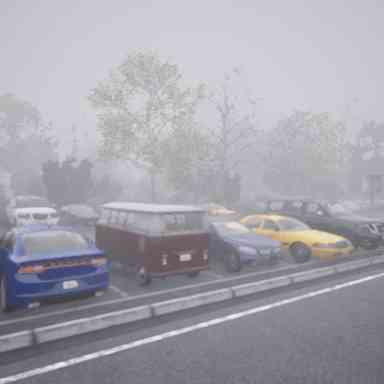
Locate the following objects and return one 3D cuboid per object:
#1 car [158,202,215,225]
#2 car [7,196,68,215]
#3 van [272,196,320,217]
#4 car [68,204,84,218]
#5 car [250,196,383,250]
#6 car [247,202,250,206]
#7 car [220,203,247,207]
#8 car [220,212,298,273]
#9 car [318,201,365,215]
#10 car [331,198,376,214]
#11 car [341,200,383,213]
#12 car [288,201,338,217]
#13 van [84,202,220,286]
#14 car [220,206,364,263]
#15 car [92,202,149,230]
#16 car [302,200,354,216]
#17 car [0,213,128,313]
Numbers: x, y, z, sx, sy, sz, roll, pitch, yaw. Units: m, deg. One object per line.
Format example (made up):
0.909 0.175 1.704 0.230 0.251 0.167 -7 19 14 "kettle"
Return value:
-0.578 1.633 26.296 2.163 1.488 4.792 0 0 -36 "car"
-9.574 1.281 19.792 2.435 2.045 5.566 0 0 -36 "car"
10.661 1.467 34.439 1.878 1.987 4.442 0 0 -36 "van"
-7.337 1.550 21.434 2.097 1.535 5.008 0 0 -36 "car"
5.515 1.339 14.502 2.435 2.045 5.566 0 0 -36 "car"
6.230 1.687 31.092 2.163 1.488 4.792 0 0 -36 "car"
1.805 1.618 27.735 1.946 1.575 5.366 0 0 -36 "car"
0.934 1.594 11.265 2.002 1.452 4.674 0 0 -36 "car"
17.503 1.788 39.185 2.002 1.452 4.674 0 0 -36 "car"
19.742 1.641 40.827 2.185 1.767 4.553 0 0 -36 "car"
22.014 1.786 42.420 2.097 1.535 5.008 0 0 -36 "car"
12.987 1.751 35.954 2.002 1.452 4.674 0 0 -36 "car"
-1.411 1.310 9.729 1.878 1.987 4.442 0 0 -36 "van"
3.324 1.569 12.743 1.946 1.575 5.366 0 0 -36 "car"
-5.079 1.568 23.048 2.097 1.535 5.008 0 0 -36 "car"
15.247 1.729 37.569 2.097 1.535 5.008 0 0 -36 "car"
-3.622 1.518 7.998 2.097 1.535 5.008 0 0 -36 "car"
